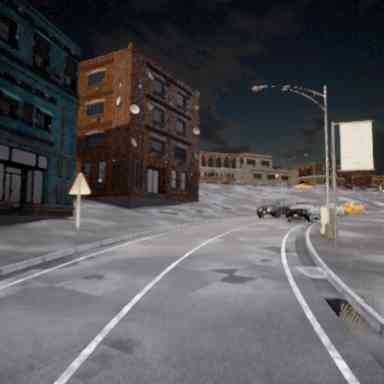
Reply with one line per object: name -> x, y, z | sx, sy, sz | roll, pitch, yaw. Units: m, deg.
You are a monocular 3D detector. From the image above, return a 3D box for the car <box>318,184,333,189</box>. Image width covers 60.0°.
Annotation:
car -> 31.120, -0.980, 79.287 | 4.553, 1.767, 2.185 | 2, -5, -21

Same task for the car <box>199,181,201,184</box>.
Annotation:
car -> -0.167, -2.094, 68.623 | 4.553, 1.767, 2.185 | 2, -5, -18

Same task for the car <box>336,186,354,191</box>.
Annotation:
car -> 36.404, -0.586, 81.468 | 4.792, 1.488, 2.163 | 3, -5, -23

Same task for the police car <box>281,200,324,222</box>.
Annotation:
police car -> 9.771, 1.710, 29.169 | 1.930, 1.638, 5.238 | -2, -2, 32

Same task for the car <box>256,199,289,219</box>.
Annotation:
car -> 8.987, 1.767, 35.877 | 2.150, 2.045, 5.566 | -3, -3, 38

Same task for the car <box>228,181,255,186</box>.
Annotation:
car -> 10.256, -1.655, 71.924 | 4.892, 1.521, 2.231 | 2, -5, -18

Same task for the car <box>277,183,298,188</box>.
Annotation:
car -> 20.762, -1.247, 75.382 | 4.674, 1.452, 2.002 | 2, -5, -19

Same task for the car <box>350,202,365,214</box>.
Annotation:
car -> 19.459, 1.972, 40.791 | 5.008, 1.535, 1.882 | 1, -4, -43

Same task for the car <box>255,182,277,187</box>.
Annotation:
car -> 15.512, -1.485, 73.602 | 4.892, 1.521, 2.231 | 2, -5, -18

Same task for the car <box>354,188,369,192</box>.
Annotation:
car -> 41.456, -0.338, 83.679 | 4.674, 1.452, 2.002 | 3, -5, -24

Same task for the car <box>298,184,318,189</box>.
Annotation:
car -> 25.973, -1.075, 77.280 | 5.008, 1.535, 2.097 | 2, -5, -20

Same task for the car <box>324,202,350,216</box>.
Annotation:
car -> 15.442, 1.942, 36.708 | 1.812, 1.442, 4.674 | -4, -3, 42
